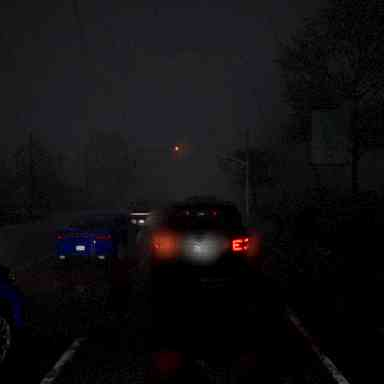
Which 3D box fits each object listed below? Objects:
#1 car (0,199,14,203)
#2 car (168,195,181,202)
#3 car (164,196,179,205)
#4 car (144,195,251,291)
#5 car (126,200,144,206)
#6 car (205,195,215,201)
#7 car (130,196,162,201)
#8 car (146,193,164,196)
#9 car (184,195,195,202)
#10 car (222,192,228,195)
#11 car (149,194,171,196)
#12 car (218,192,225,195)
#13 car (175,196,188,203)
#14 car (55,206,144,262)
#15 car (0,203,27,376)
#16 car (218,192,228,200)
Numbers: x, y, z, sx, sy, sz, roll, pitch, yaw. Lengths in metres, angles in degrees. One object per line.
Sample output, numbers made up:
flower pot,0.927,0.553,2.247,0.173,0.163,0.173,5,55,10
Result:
car,-21.752,1.551,38.018,5.357,1.411,2.033,0,0,7
car,-4.066,1.525,78.304,2.128,1.511,4.902,0,0,9
car,-3.460,1.526,57.872,1.812,1.442,4.674,0,0,7
car,0.252,1.221,9.193,2.150,2.045,5.566,0,0,1
car,-2.810,1.491,21.622,2.128,1.511,4.902,0,0,2
car,4.870,1.540,88.838,2.033,1.411,5.357,0,0,11
car,-5.320,1.525,38.478,4.674,1.442,1.812,0,0,-16
car,-7.001,1.221,57.779,2.150,2.045,5.566,0,0,7
car,-0.550,1.478,78.121,1.882,1.535,5.008,0,0,9
car,6.596,1.350,78.424,2.097,1.767,4.553,0,0,10
car,-4.495,1.477,48.612,1.882,1.535,5.008,0,0,6
car,0.593,1.221,19.525,2.150,2.045,5.566,0,0,2
car,-2.111,1.564,67.862,1.994,1.385,4.181,0,0,9
car,-3.171,1.478,12.130,1.882,1.535,5.008,0,0,2
car,-3.363,1.221,2.145,2.150,2.045,5.566,0,0,0
car,8.382,1.093,88.590,2.150,2.045,5.566,0,0,11
